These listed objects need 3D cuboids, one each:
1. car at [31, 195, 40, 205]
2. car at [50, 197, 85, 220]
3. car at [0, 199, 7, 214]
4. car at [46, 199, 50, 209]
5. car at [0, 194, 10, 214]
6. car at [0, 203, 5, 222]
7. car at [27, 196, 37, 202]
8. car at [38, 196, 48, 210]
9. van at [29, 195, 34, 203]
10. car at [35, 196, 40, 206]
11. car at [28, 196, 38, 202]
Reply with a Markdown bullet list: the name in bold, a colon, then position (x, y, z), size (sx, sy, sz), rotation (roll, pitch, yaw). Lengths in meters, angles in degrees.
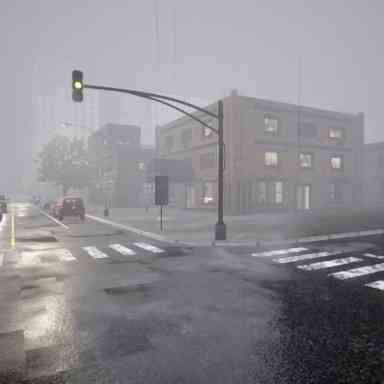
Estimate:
- **car**: position (-26.113, 1.638, 57.226), size (1.802, 1.307, 4.206), rotation (0, 0, -28)
- **car**: position (-10.359, 1.329, 28.057), size (2.192, 1.841, 5.009), rotation (0, 0, -28)
- **car**: position (-15.847, 1.541, 26.099), size (1.812, 1.442, 4.674), rotation (0, 0, -28)
- **car**: position (-12.986, 1.585, 32.918), size (1.947, 1.339, 4.313), rotation (0, 0, -28)
- **car**: position (-20.827, 1.247, 35.462), size (2.150, 2.045, 5.566), rotation (0, 0, -28)
- **car**: position (-11.380, 1.555, 17.778), size (2.033, 1.411, 5.357), rotation (0, 0, -28)
- **car**: position (-39.242, 1.678, 81.535), size (1.947, 1.339, 4.313), rotation (0, 0, -28)
- **car**: position (-18.237, 1.597, 42.642), size (1.947, 1.339, 4.313), rotation (0, 0, -28)
- **van**: position (-31.365, 1.418, 66.950), size (1.690, 1.788, 3.998), rotation (0, 0, -28)
- **car**: position (-20.862, 1.589, 47.503), size (2.008, 1.369, 4.403), rotation (0, 0, -28)
- **car**: position (-36.615, 1.682, 76.672), size (1.802, 1.307, 4.206), rotation (0, 0, -28)
